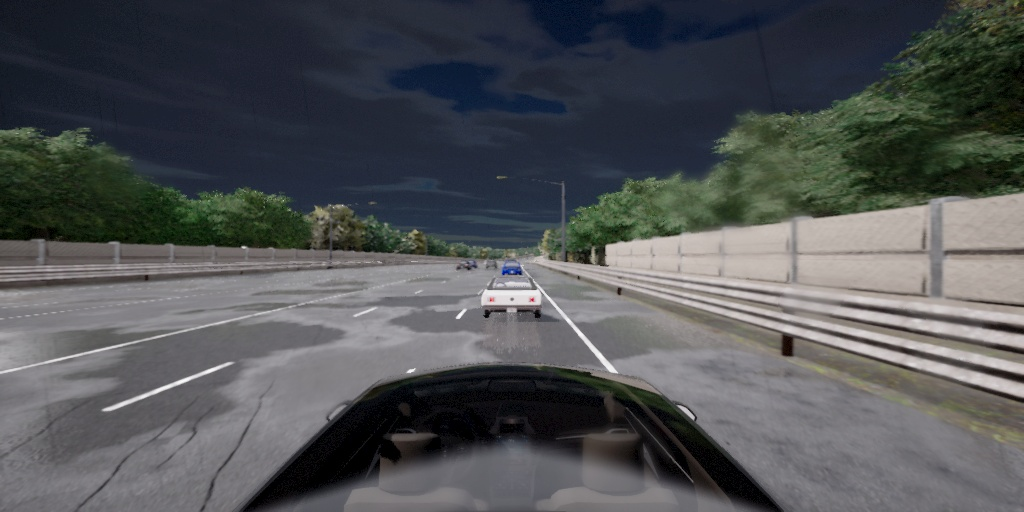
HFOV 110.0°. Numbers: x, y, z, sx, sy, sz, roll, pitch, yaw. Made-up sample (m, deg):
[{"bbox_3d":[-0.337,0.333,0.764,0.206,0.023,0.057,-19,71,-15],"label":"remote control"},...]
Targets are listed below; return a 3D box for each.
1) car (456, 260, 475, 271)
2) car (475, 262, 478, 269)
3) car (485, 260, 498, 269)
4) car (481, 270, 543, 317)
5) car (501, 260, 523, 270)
[{"bbox_3d":[-6.998,1.390,52.426,1.812,1.442,4.674,0,0,0],"label":"car"},{"bbox_3d":[-6.958,1.424,61.181,1.812,1.442,4.674,0,0,1],"label":"car"},{"bbox_3d":[-3.456,1.370,61.199,2.128,1.511,4.902,0,0,1],"label":"car"},{"bbox_3d":[0.000,1.358,13.093,1.895,1.301,4.718,0,0,0],"label":"car"},{"bbox_3d":[0.003,1.266,34.126,1.882,1.535,5.008,0,0,0],"label":"car"}]
